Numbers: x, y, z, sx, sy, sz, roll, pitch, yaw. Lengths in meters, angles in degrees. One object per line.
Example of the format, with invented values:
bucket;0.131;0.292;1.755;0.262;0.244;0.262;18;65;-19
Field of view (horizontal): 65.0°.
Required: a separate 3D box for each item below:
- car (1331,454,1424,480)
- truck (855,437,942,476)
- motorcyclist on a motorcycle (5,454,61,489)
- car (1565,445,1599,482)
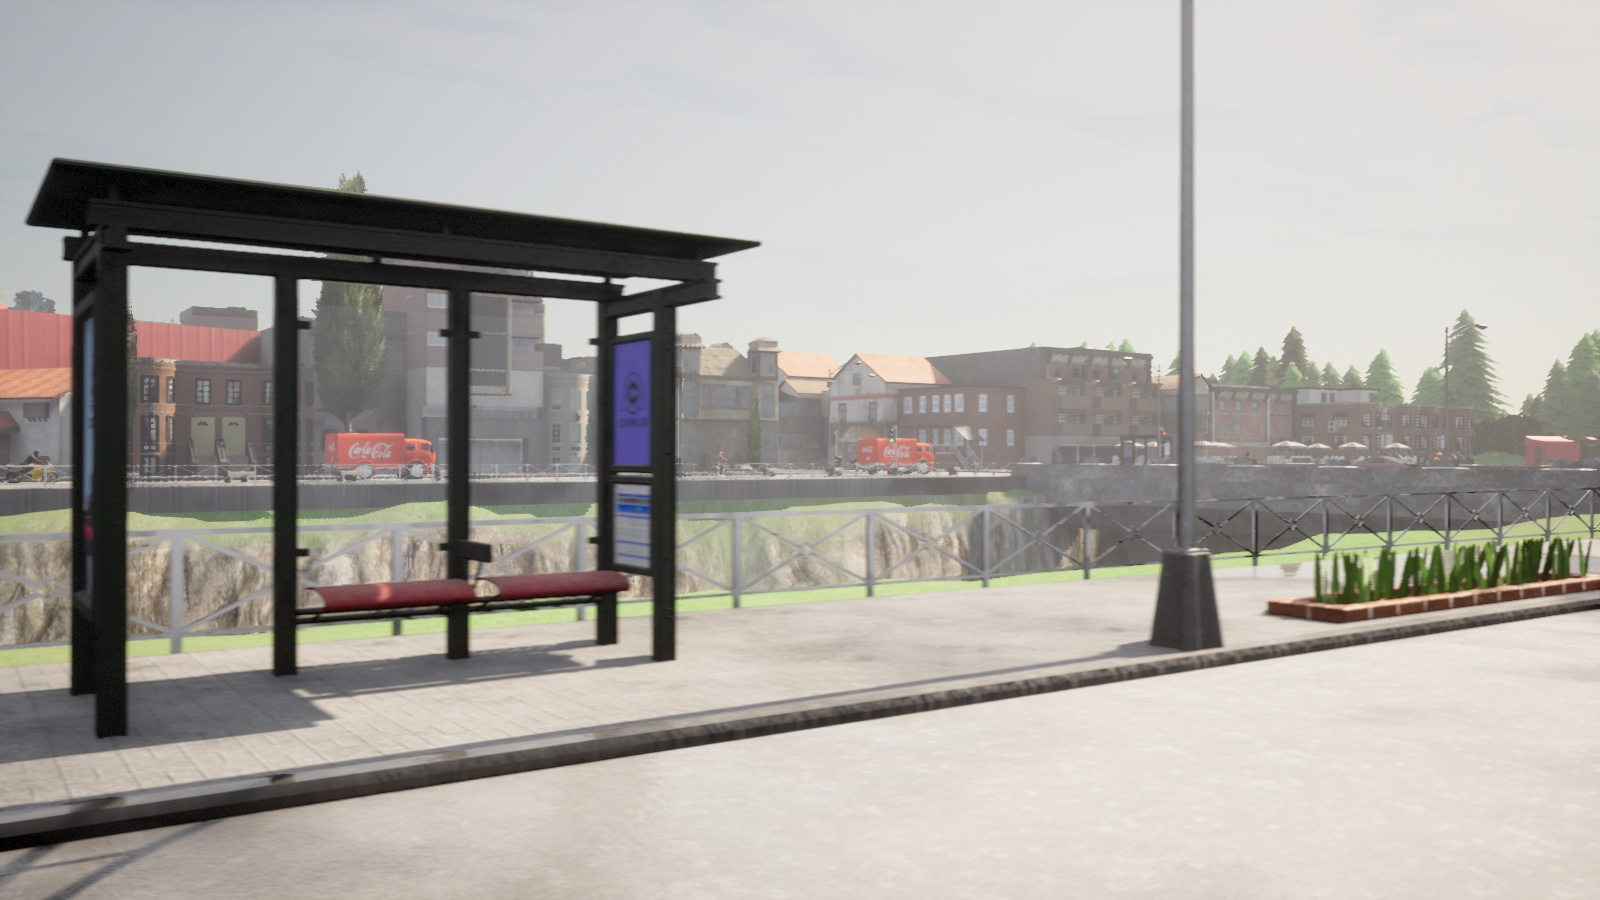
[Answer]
car;31.730;0.911;69.085;1.994;1.385;4.181;0;0;-36
truck;6.589;0.449;84.012;5.204;2.467;2.627;0;-2;-33
motorcyclist on a motorcycle;-34.048;0.936;55.754;2.044;1.523;0.797;0;0;-35
car;36.683;0.581;54.966;2.152;1.651;5.027;0;0;-35
